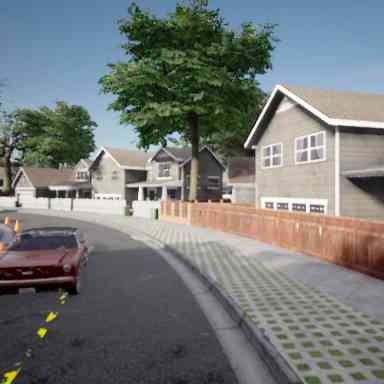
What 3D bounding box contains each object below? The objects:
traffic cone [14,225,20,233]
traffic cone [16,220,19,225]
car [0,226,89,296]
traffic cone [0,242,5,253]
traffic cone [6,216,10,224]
[{"bbox_3d":[-8.153,1.977,15.625,0.340,0.580,0.340,0,0,-25],"label":"traffic cone"},{"bbox_3d":[-10.386,1.978,19.774,0.340,0.580,0.340,0,0,-32],"label":"traffic cone"},{"bbox_3d":[-3.749,1.619,8.610,1.895,1.301,4.718,0,0,-14],"label":"car"},{"bbox_3d":[-6.412,1.976,11.247,0.340,0.580,0.340,0,0,-18],"label":"traffic cone"},{"bbox_3d":[-13.082,1.979,23.639,0.340,0.580,0.340,0,0,-38],"label":"traffic cone"}]
